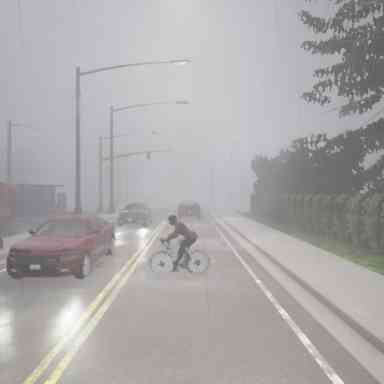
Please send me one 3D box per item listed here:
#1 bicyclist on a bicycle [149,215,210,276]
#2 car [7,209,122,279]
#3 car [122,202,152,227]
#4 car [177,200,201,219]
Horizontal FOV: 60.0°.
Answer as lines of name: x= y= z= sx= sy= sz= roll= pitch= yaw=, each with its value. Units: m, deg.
bicyclist on a bicycle: x=-0.344 y=1.448 z=8.951 sx=1.656 sy=1.620 sz=0.582 roll=-2 pitch=0 yaw=-1
car: x=-3.712 y=1.477 z=10.303 sx=1.882 sy=1.535 sz=5.008 roll=0 pitch=0 yaw=-1
car: x=-3.854 y=1.504 z=23.046 sx=1.837 sy=1.490 sz=4.892 roll=0 pitch=0 yaw=0
car: x=-0.254 y=1.477 z=29.131 sx=1.882 sy=1.535 sz=5.008 roll=0 pitch=-1 yaw=-1
